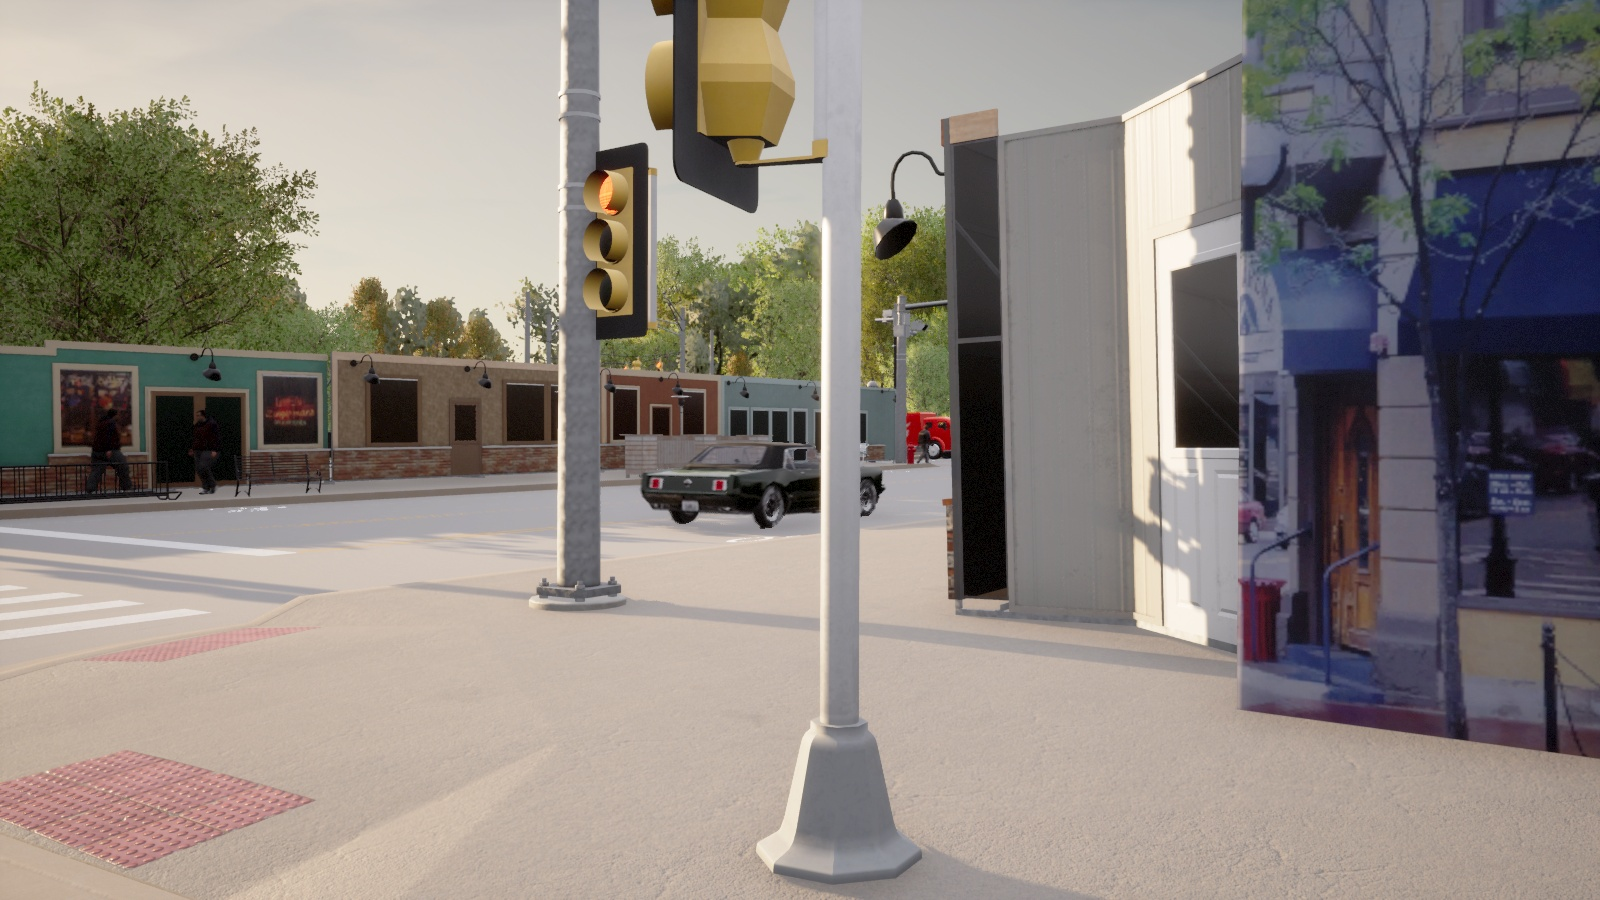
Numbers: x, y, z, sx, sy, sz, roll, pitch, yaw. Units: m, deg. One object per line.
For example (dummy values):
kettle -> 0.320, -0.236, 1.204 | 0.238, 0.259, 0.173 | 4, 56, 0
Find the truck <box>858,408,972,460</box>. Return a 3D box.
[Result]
truck -> 6.028, -0.824, 65.672 | 5.204, 2.467, 2.627 | -3, 0, 29

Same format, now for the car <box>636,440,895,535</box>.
car -> -0.415, 0.528, 20.677 | 1.895, 1.301, 4.718 | 0, 1, 33

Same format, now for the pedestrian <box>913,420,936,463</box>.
pedestrian -> 5.571, -0.376, 56.256 | 0.849, 1.883, 0.563 | -1, 1, -33

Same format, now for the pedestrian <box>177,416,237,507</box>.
pedestrian -> -12.318, 0.231, 26.092 | 0.634, 1.844, 0.899 | 0, 1, 24

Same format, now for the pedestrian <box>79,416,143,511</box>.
pedestrian -> -13.718, 0.262, 25.013 | 0.634, 1.844, 0.899 | 0, 1, 38
